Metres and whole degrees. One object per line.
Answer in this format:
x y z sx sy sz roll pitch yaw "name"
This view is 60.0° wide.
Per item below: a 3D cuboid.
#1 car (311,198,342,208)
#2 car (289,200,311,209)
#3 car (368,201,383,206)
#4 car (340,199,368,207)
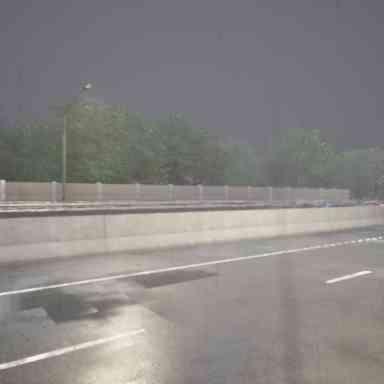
17.817 1.671 42.535 4.553 1.767 2.097 1 0 -35 "car"
15.123 1.838 44.914 4.674 1.442 1.812 1 0 -35 "car"
22.009 1.671 36.931 4.553 1.767 2.097 0 0 -35 "car"
20.097 1.886 39.865 4.181 1.385 1.994 1 0 -35 "car"
